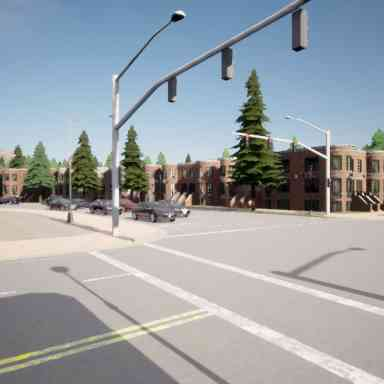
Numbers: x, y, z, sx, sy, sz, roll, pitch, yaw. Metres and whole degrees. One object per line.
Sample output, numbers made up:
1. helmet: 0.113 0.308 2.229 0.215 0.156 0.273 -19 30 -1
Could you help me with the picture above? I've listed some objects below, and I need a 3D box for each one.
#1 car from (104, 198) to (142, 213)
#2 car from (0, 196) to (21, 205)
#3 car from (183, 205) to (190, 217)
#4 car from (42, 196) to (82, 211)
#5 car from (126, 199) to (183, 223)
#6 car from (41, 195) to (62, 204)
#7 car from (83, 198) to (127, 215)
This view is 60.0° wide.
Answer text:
1. car: -7.880 1.477 37.836 1.882 1.535 5.008 0 0 -43
2. car: -32.959 1.491 58.935 4.902 1.511 2.128 0 0 9
3. car: -2.080 1.491 30.538 2.128 1.511 4.902 0 0 -37
4. car: -15.835 1.525 40.506 4.674 1.442 1.812 0 0 37
5. car: -3.036 1.504 25.990 1.837 1.490 4.892 0 0 -36
6. car: -23.276 1.351 56.466 4.553 1.767 2.097 0 0 21
7. car: -8.682 1.491 33.390 2.128 1.511 4.902 0 0 -39
